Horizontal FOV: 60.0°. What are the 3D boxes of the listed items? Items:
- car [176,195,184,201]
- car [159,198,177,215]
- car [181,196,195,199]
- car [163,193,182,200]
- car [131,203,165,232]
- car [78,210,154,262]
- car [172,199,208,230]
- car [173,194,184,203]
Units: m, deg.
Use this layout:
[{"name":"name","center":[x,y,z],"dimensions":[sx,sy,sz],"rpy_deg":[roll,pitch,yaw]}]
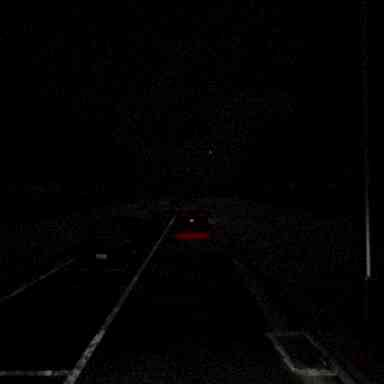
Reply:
[{"name":"car","center":[-2.929,1.509,83.949],"dimensions":[1.752,1.417,4.829],"rpy_deg":[1,0,0]},{"name":"car","center":[-2.786,1.565,34.328],"dimensions":[1.802,1.307,4.206],"rpy_deg":[1,0,0]},{"name":"car","center":[-0.103,1.520,45.829],"dimensions":[1.994,1.385,4.181],"rpy_deg":[0,0,0]},{"name":"car","center":[-2.956,1.202,47.714],"dimensions":[2.150,2.045,5.566],"rpy_deg":[0,0,0]},{"name":"car","center":[-2.737,1.543,17.731],"dimensions":[1.887,1.381,4.507],"rpy_deg":[1,0,0]},{"name":"car","center":[-2.722,1.570,12.199],"dimensions":[1.947,1.339,4.313],"rpy_deg":[1,0,0]},{"name":"car","center":[-0.028,1.453,21.155],"dimensions":[1.882,1.535,5.008],"rpy_deg":[0,0,0]},{"name":"car","center":[-2.894,1.293,73.055],"dimensions":[2.192,1.841,5.009],"rpy_deg":[1,0,0]}]
